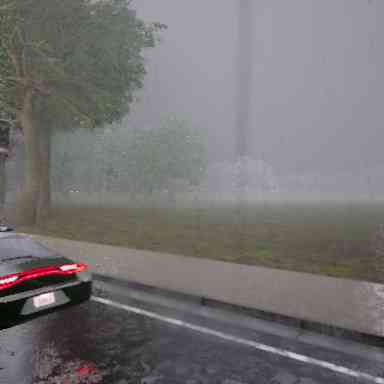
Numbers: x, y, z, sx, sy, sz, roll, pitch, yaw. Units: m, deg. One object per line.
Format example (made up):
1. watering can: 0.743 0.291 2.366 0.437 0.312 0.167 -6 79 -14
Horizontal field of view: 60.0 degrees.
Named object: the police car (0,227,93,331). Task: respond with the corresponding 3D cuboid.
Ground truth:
1. police car: -4.264 1.506 6.602 4.974 1.542 2.038 0 0 35
